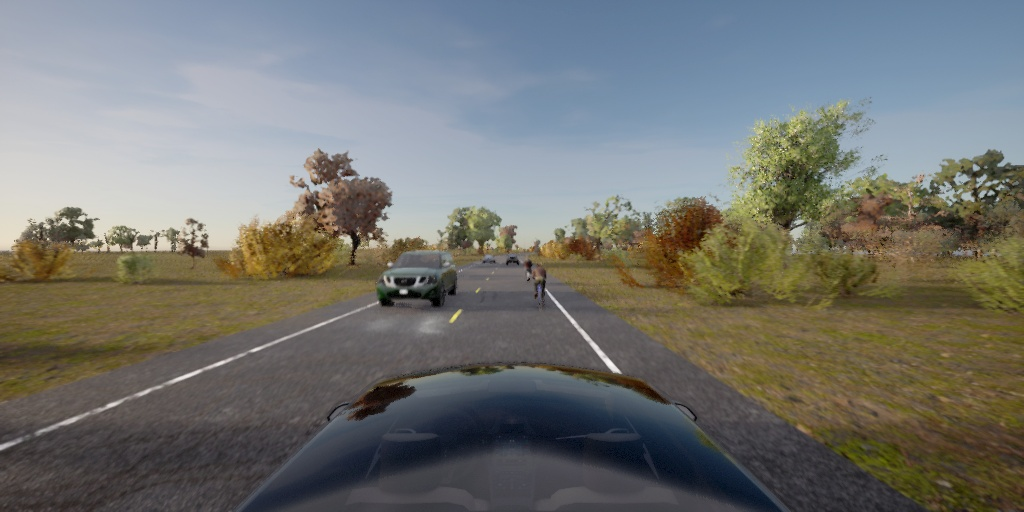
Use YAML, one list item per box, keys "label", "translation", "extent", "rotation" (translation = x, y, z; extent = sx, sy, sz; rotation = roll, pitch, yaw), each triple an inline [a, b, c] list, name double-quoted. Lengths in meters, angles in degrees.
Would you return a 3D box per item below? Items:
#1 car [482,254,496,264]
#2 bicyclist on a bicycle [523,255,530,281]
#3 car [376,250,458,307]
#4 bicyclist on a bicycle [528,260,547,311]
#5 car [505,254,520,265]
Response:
- label: "car"
  translation: [-3.563, 0.495, 55.631]
  extent: [1.812, 1.442, 4.674]
  rotation: [0, 1, 1]
- label: "bicyclist on a bicycle"
  translation: [0.961, 0.837, 22.167]
  extent: [0.659, 1.776, 1.843]
  rotation: [0, 1, 0]
- label: "car"
  translation: [-3.598, 0.792, 14.688]
  extent: [2.150, 2.045, 5.566]
  rotation: [0, 1, 0]
- label: "bicyclist on a bicycle"
  translation: [0.963, 1.056, 12.496]
  extent: [0.582, 1.620, 1.656]
  rotation: [0, 0, 0]
- label: "car"
  translation: [0.076, 0.501, 53.946]
  extent: [1.837, 1.490, 4.892]
  rotation: [0, 1, 0]
